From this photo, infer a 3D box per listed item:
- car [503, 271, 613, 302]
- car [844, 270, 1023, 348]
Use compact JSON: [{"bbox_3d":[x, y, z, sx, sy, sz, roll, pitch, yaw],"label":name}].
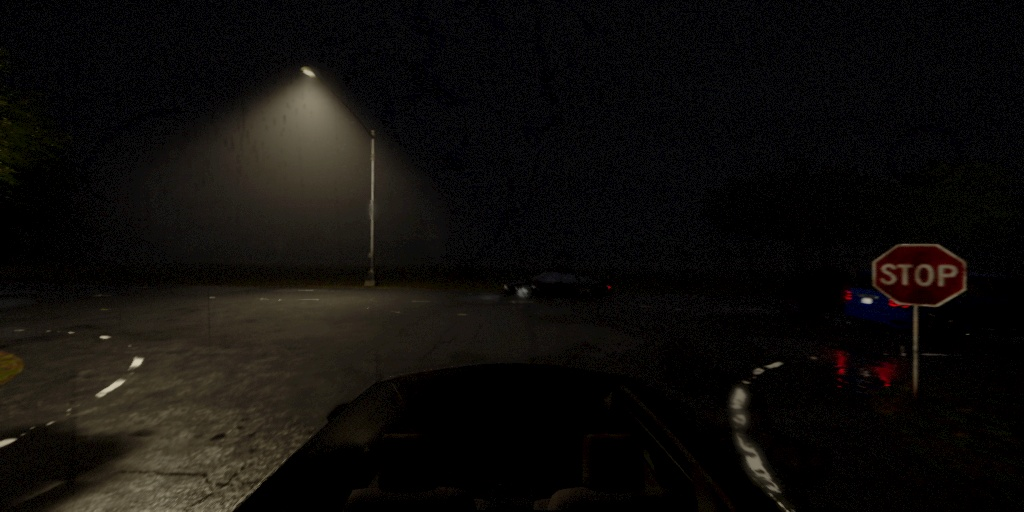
[{"bbox_3d":[2.243,1.462,17.987,5.357,1.411,2.033,1,0,2],"label":"car"},{"bbox_3d":[13.181,1.464,10.519,5.566,2.045,2.150,1,1,2],"label":"car"}]
